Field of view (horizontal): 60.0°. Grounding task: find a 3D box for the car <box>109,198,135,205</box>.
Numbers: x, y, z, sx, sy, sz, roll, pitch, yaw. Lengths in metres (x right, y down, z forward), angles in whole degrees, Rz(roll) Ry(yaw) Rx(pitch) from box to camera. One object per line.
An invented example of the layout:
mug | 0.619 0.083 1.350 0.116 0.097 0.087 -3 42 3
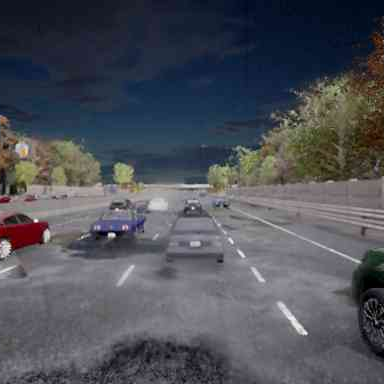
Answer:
car | -6.899 1.366 32.980 1.837 1.490 4.892 0 0 0

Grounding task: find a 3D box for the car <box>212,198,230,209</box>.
car | 3.501 1.367 41.422 1.895 1.301 4.718 0 0 0

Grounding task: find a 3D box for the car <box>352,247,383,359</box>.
car | 3.522 1.123 2.772 2.150 2.045 5.566 0 0 1

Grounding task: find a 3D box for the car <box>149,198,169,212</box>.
car | -3.400 1.383 34.012 1.812 1.442 4.674 0 0 0

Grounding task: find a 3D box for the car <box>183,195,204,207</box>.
car | 0.100 1.383 34.097 1.812 1.442 4.674 0 0 0

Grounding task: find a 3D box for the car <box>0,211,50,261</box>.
car | -6.896 1.423 12.055 1.882 1.535 5.008 0 0 0

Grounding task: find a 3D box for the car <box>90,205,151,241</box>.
car | -3.397 1.529 16.291 1.895 1.301 4.718 0 0 0

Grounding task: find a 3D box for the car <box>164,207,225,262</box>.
car | 0.100 1.494 11.830 2.033 1.411 5.357 0 0 0

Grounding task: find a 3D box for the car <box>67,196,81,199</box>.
car | -17.559 1.360 49.811 1.994 1.385 4.181 0 0 0

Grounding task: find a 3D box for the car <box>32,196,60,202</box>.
car | -21.060 1.304 48.944 1.837 1.490 4.892 0 0 0

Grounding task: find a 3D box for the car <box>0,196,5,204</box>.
car | -28.056 1.278 48.474 1.882 1.535 5.008 0 0 1

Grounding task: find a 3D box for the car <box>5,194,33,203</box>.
car | -24.560 1.152 48.546 2.097 1.767 4.553 0 0 0
